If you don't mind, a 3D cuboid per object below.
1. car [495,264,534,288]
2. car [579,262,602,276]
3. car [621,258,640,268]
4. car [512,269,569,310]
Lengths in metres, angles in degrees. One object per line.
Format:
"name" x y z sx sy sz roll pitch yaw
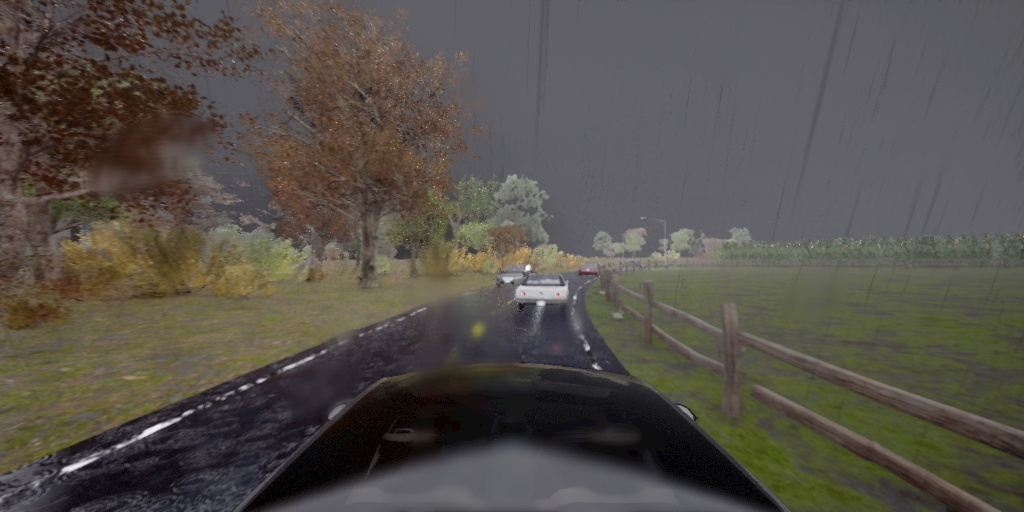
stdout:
"car" 0.366 1.261 23.572 2.128 1.511 4.902 0 0 15
"car" 8.109 1.293 36.198 1.994 1.385 4.181 0 0 24
"car" 19.460 1.105 58.952 1.882 1.535 5.008 0 0 40
"car" 1.398 1.384 14.861 1.895 1.301 4.718 0 0 9
